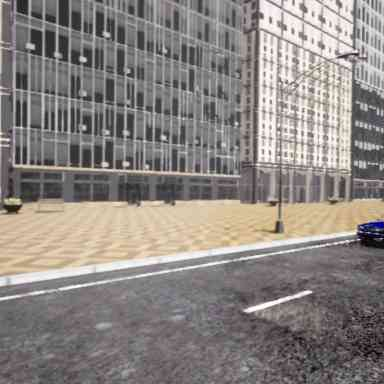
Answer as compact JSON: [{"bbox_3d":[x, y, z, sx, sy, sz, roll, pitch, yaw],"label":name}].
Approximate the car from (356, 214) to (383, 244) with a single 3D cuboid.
[{"bbox_3d":[9.203,1.606,14.673,4.718,1.301,1.895,1,1,-38],"label":"car"}]
